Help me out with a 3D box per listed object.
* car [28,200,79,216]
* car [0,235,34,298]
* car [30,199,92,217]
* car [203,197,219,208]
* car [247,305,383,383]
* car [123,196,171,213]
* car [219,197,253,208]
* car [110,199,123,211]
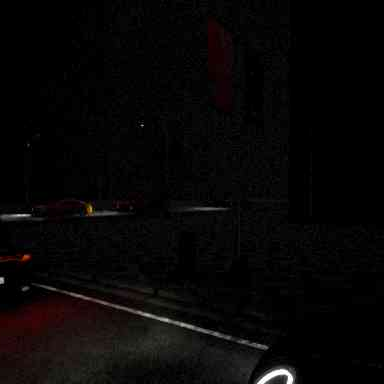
[{"bbox_3d":[-13.700,1.490,32.990,4.181,1.385,1.994,0,0,-42],"label":"car"},{"bbox_3d":[-5.609,1.476,7.399,5.008,1.535,1.882,0,0,33],"label":"car"},{"bbox_3d":[-11.708,1.418,30.406,5.008,1.535,1.882,0,0,-43],"label":"car"},{"bbox_3d":[3.621,1.471,48.334,4.674,1.442,1.812,0,0,-41],"label":"car"},{"bbox_3d":[2.522,1.352,1.852,4.553,1.767,2.097,0,0,35],"label":"car"},{"bbox_3d":[-4.601,1.436,36.715,4.902,1.511,2.128,0,0,-42],"label":"car"},{"bbox_3d":[6.397,1.561,46.450,4.718,1.301,1.895,0,0,-41],"label":"car"},{"bbox_3d":[-7.186,1.284,38.763,4.553,1.767,2.097,0,0,-42],"label":"car"}]
